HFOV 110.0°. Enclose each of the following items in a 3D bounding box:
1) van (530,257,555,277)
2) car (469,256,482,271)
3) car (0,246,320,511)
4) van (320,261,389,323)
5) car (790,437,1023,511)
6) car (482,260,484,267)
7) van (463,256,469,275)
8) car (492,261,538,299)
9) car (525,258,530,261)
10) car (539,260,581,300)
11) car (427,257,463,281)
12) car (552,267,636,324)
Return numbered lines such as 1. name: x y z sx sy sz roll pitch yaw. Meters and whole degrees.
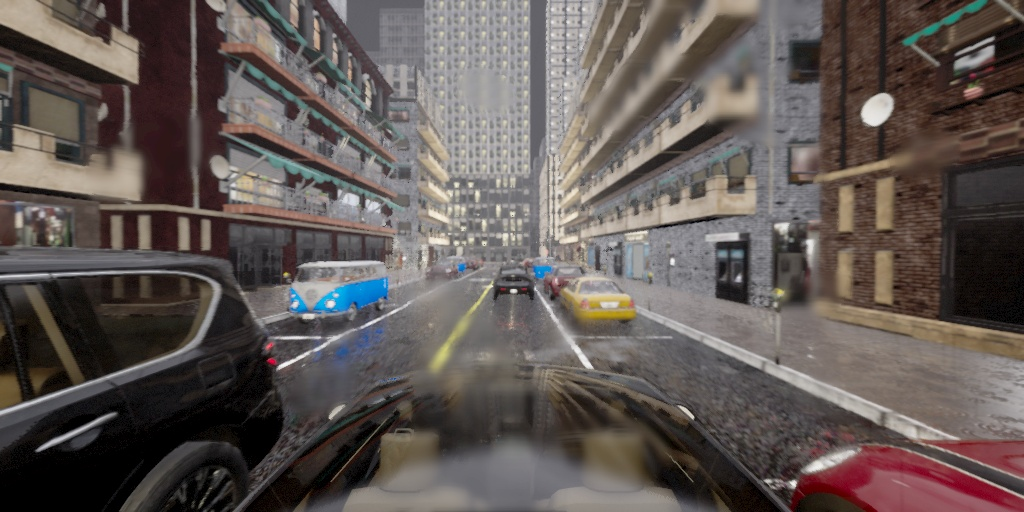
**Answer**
1. van: 2.538 0.975 28.170 1.690 1.789 3.998 0 0 0
2. car: -5.359 0.878 44.790 2.192 1.841 5.009 0 0 0
3. car: -2.847 0.978 0.487 2.150 2.045 5.566 0 0 0
4. van: -5.325 1.051 11.495 1.690 1.789 3.998 0 0 0
5. car: 2.567 1.194 0.425 1.967 1.591 4.097 0 0 0
6. car: -5.365 1.104 50.339 1.948 1.339 4.313 0 0 0
7. van: -5.348 0.954 33.691 1.690 1.789 3.998 0 0 0
8. car: 0.075 1.189 17.465 1.837 1.490 4.892 0 1 0
9. car: 2.516 1.080 50.366 1.888 1.381 4.507 0 0 0
10. car: 2.550 1.123 17.072 1.967 1.591 4.097 0 0 0
11. car: -5.342 1.077 28.142 1.967 1.591 4.097 0 0 0
12. car: 2.555 1.232 11.693 1.751 1.417 4.829 0 0 0
